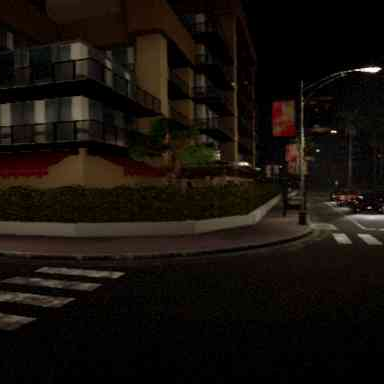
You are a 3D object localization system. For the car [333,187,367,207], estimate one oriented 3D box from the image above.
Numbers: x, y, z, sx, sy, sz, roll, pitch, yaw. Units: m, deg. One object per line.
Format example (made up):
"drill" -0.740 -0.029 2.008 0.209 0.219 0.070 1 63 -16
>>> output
"car" 15.947 0.527 33.846 2.097 1.767 4.553 0 1 18

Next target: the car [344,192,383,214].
"car" 13.387 0.917 25.881 1.994 1.385 4.181 0 1 18

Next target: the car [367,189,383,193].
"car" 19.923 0.634 34.774 1.812 1.442 4.674 0 1 18

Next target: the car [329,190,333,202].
"car" 19.029 0.467 43.428 1.837 1.490 4.892 0 1 18

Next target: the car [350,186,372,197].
"car" 30.066 -0.114 59.310 2.097 1.767 4.553 -1 1 6
